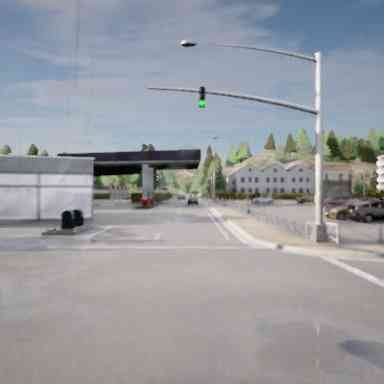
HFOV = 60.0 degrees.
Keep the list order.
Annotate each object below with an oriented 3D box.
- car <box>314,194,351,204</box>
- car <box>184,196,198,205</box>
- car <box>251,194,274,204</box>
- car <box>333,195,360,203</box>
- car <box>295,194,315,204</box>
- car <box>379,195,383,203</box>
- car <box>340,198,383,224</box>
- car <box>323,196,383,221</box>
[{"bbox_3d":[20.554,1.394,47.834,4.514,1.523,2.007,0,0,0],"label":"car"},{"bbox_3d":[0.138,1.614,62.662,2.128,1.511,4.902,0,0,0],"label":"car"},{"bbox_3d":[12.720,1.480,60.211,3.806,1.475,1.970,0,0,0],"label":"car"},{"bbox_3d":[31.173,1.433,67.289,4.514,1.523,2.007,0,0,0],"label":"car"},{"bbox_3d":[21.199,1.218,60.295,4.605,1.855,1.932,0,0,0],"label":"car"},{"bbox_3d":[38.241,1.362,63.664,3.806,1.475,1.970,0,0,0],"label":"car"},{"bbox_3d":[13.024,1.386,22.818,4.514,1.523,2.007,0,0,0],"label":"car"},{"bbox_3d":[12.954,1.383,25.955,5.027,1.636,2.152,0,0,0],"label":"car"}]
